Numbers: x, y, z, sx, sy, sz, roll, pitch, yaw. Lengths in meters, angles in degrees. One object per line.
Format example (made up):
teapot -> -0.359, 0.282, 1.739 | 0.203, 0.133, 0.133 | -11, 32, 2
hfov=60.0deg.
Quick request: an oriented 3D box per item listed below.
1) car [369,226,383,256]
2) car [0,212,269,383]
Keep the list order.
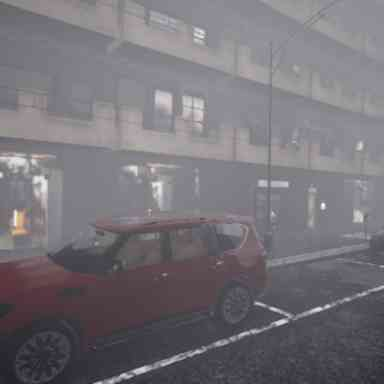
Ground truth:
car -> 8.101, 1.568, 11.860 | 4.313, 1.339, 1.947 | 0, 1, -35
car -> -0.900, 1.315, 5.428 | 5.009, 1.841, 2.192 | 0, 1, -35
